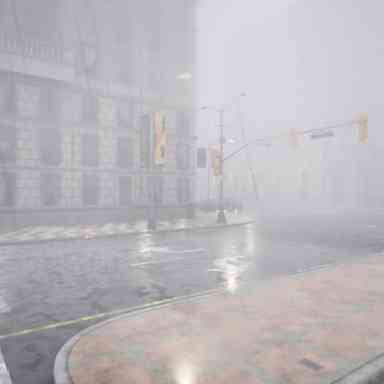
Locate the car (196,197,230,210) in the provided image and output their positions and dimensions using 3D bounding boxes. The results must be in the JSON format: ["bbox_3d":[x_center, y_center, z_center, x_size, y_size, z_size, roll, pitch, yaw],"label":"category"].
[{"bbox_3d":[2.325,1.564,42.249,1.994,1.385,4.181,0,0,-36],"label":"car"}]

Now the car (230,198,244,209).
[{"bbox_3d":[4.886,1.505,44.682,1.837,1.490,4.892,0,0,-36],"label":"car"}]

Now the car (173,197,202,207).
[{"bbox_3d":[-0.800,1.547,52.627,2.033,1.411,5.357,0,0,-35],"label":"car"}]
